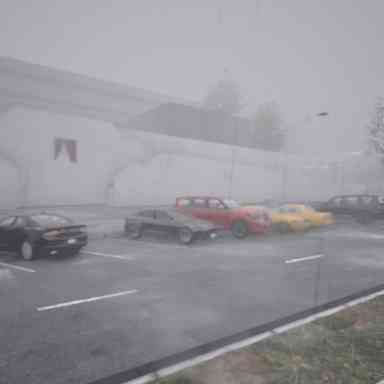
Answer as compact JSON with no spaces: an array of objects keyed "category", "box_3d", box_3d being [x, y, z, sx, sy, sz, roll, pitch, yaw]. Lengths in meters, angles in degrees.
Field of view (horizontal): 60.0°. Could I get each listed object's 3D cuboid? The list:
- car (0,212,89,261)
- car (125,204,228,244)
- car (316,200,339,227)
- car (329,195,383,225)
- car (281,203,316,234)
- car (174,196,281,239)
[{"category":"car","box_3d":[-5.961,1.490,12.287,5.008,1.535,2.097,-1,0,35]},{"category":"car","box_3d":[-1.051,1.513,15.764,4.792,1.488,2.163,-1,-1,34]},{"category":"car","box_3d":[6.097,1.487,21.106,5.366,1.575,1.946,-1,-1,35]},{"category":"car","box_3d":[11.109,1.249,24.501,5.566,2.045,2.435,-1,-1,35]},{"category":"car","box_3d":[3.965,1.478,19.160,5.366,1.575,1.946,-1,-1,35]},{"category":"car","box_3d":[1.391,1.232,17.513,5.566,2.045,2.435,-1,-1,34]}]
